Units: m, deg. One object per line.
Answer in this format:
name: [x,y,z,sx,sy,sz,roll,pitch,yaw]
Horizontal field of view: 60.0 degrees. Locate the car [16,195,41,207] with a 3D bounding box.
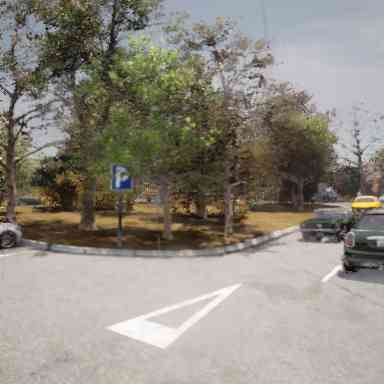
car: [-19.606,1.113,40.573,2.128,1.511,4.902,-3,-1,35]

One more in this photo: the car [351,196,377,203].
car: [14.204,1.094,27.099,1.882,1.535,5.008,-3,-1,33]

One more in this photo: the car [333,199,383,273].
car: [6.016,1.232,9.615,2.097,1.767,4.553,-3,-1,41]

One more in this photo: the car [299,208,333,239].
car: [6.791,1.498,16.280,1.895,1.301,4.718,-3,0,34]

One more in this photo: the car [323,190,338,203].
car: [17.860,0.567,46.669,2.097,1.767,4.553,-1,1,-40]

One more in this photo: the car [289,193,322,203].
car: [14.452,0.773,45.568,5.357,1.411,2.033,1,1,40]

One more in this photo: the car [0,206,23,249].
car: [-8.640,1.454,11.978,2.002,1.452,4.674,0,0,36]
